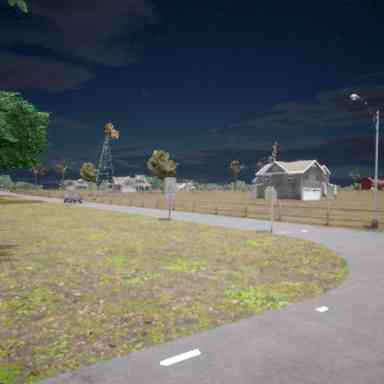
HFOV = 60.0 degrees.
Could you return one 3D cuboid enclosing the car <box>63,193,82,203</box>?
[{"bbox_3d":[-18.432,0.966,51.281,1.837,1.490,4.892,2,-1,-35],"label":"car"}]
